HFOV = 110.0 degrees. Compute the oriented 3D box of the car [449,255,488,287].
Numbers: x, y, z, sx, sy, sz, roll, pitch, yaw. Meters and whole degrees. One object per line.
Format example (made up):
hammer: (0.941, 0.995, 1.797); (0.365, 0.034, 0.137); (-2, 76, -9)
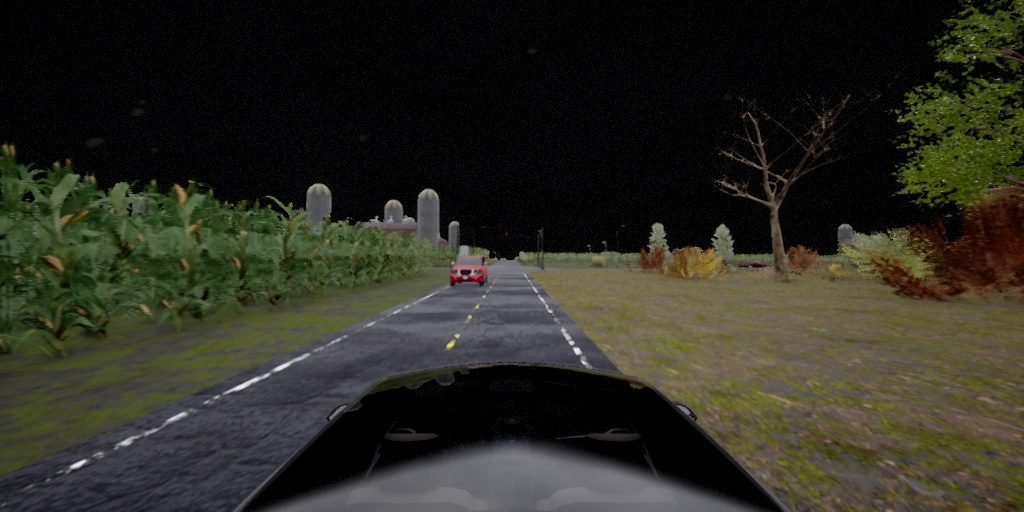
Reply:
car: (-2.842, 0.968, 24.655); (2.150, 2.045, 5.566); (0, 0, 0)
